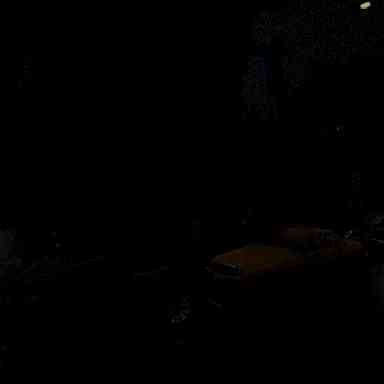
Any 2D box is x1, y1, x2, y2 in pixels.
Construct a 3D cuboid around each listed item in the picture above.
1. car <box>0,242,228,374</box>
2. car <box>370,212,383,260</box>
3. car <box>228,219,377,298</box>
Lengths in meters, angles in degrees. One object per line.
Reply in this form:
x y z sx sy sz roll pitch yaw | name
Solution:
-1.734 1.566 5.414 4.313 1.339 1.947 0 0 -36 | car
7.109 1.441 11.745 4.097 1.590 1.967 0 0 -36 | car
2.549 1.525 8.481 4.829 1.417 1.752 0 0 -36 | car
